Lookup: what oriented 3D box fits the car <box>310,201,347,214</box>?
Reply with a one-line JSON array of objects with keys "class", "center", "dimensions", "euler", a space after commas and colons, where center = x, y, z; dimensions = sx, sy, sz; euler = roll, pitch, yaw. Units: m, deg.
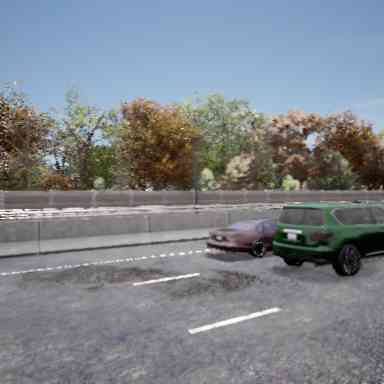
[{"class": "car", "center": [17.854, 2.039, 43.451], "dimensions": [5.008, 1.535, 1.882], "euler": [0, -1, -31]}]

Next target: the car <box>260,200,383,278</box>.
[{"class": "car", "center": [5.129, 1.359, 10.878], "dimensions": [5.566, 2.045, 2.150], "euler": [0, -1, -32]}]

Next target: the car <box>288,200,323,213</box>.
[{"class": "car", "center": [15.846, 1.996, 46.327], "dimensions": [4.553, 1.767, 2.097], "euler": [0, -1, -31]}]

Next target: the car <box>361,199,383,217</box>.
[{"class": "car", "center": [21.462, 1.751, 37.468], "dimensions": [4.553, 1.767, 2.097], "euler": [0, -1, -31]}]

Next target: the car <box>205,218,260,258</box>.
[{"class": "car", "center": [3.158, 1.767, 13.761], "dimensions": [5.357, 1.411, 2.033], "euler": [0, -1, -32]}]
